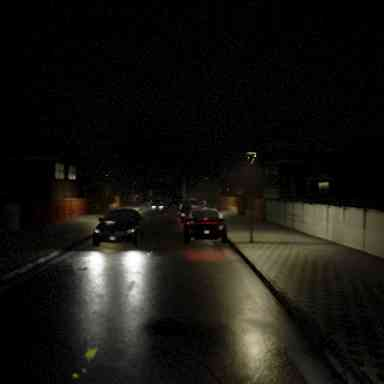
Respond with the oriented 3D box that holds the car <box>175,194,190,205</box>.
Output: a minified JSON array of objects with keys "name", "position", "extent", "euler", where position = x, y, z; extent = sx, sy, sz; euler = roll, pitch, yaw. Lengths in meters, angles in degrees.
[{"name":"car","position":[-0.327,1.367,32.052],"extent":[2.097,1.767,4.553],"euler":[0,0,-4]}]

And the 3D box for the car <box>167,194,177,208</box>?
[{"name":"car","position":[-2.505,1.290,50.282],"extent":[2.150,2.045,5.566],"euler":[0,0,-4]}]

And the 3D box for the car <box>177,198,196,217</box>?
[{"name":"car","position":[0.054,1.482,26.064],"extent":[1.882,1.535,5.008],"euler":[0,0,-3]}]

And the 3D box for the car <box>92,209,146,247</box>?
[{"name":"car","position":[-3.158,1.522,15.205],"extent":[1.812,1.442,4.674],"euler":[0,0,-2]}]

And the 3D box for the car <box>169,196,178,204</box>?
[{"name":"car","position":[-3.786,1.590,67.335],"extent":[1.882,1.535,5.008],"euler":[0,0,-4]}]

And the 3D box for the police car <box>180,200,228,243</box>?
[{"name":"police car","position":[0.517,1.418,16.137],"extent":[1.930,1.638,5.238],"euler":[0,0,-2]}]

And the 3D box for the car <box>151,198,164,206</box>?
[{"name":"car","position":[-5.813,1.636,56.275],"extent":[2.033,1.411,5.357],"euler":[0,0,-4]}]
